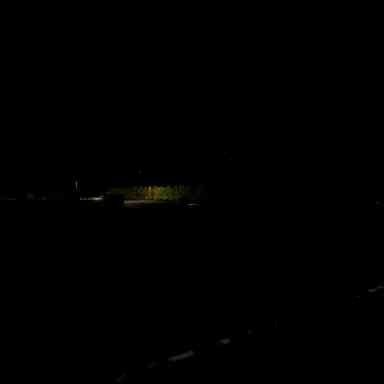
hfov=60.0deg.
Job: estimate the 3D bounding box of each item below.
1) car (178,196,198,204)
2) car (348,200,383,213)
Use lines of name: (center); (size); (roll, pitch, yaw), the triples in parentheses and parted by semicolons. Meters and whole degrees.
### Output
car: (-0.820, 1.568, 65.149); (1.837, 1.490, 4.892); (-1, 1, -35)
car: (19.697, 1.573, 36.654); (1.812, 1.442, 4.674); (-1, 1, -37)
